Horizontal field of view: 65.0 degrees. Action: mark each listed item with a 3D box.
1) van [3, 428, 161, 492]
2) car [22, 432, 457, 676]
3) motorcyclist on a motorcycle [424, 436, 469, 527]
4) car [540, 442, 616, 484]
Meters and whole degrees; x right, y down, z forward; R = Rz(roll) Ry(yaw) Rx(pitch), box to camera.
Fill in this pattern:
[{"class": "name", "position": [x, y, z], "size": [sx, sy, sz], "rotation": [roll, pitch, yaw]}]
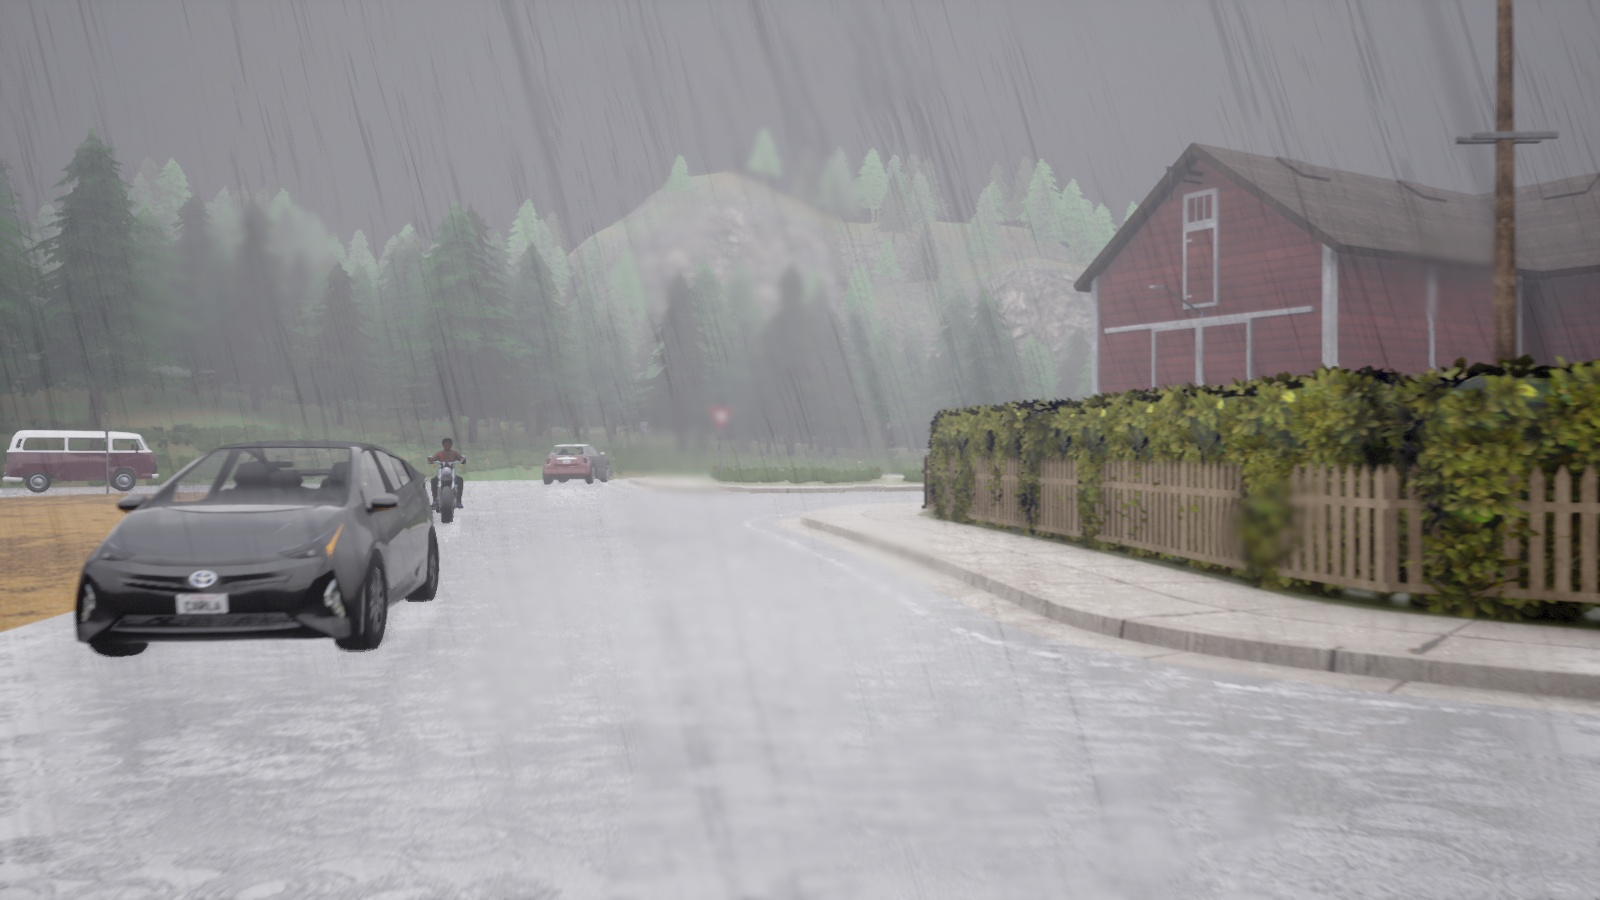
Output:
[{"class": "van", "position": [-23.903, 0.325, 41.876], "size": [4.480, 2.038, 2.069], "rotation": [0, 0, -31]}, {"class": "car", "position": [-4.142, 0.637, 10.199], "size": [2.007, 1.525, 4.514], "rotation": [0, 0, -7]}, {"class": "motorcyclist on a motorcycle", "position": [-6.723, 0.562, 23.952], "size": [0.766, 1.649, 2.350], "rotation": [0, 1, -15]}, {"class": "car", "position": [-8.331, 0.470, 47.436], "size": [1.970, 1.475, 3.806], "rotation": [-1, 0, 3]}]
